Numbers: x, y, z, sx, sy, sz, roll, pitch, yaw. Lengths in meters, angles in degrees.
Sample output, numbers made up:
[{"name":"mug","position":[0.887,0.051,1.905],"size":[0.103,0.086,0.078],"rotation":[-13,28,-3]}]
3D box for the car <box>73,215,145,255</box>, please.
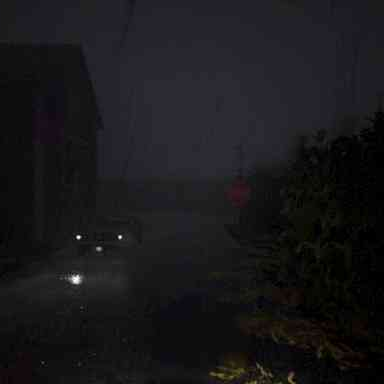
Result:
[{"name":"car","position":[-3.196,1.643,13.649],"size":[1.895,1.301,4.718],"rotation":[0,0,0]}]
